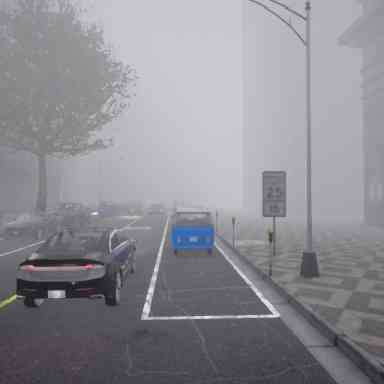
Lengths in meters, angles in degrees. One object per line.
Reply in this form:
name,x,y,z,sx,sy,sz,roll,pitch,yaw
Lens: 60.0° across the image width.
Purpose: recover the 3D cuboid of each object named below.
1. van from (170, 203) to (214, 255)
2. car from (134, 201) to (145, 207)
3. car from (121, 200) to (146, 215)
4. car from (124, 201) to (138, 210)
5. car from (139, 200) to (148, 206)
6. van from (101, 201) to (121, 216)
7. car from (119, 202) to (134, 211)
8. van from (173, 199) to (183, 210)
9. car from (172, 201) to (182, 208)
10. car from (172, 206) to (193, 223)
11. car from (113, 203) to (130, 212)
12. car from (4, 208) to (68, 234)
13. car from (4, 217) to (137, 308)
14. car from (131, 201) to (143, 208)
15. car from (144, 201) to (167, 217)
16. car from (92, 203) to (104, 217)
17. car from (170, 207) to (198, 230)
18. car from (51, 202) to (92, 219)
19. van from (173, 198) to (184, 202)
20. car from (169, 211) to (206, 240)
van,-0.045,1.538,14.041,1.690,1.788,3.998,0,-1,-3
car,-12.028,2.682,76.274,1.887,1.381,4.507,0,-1,-3
car,-7.432,2.121,43.197,2.128,1.511,4.902,0,-1,-3
car,-11.182,2.451,60.983,2.008,1.369,4.403,0,-1,-3
car,-12.630,2.858,87.145,2.008,1.369,4.403,0,-1,-3
van,-10.012,1.920,39.865,1.690,1.788,3.998,0,-1,-3
car,-10.880,2.342,55.534,1.752,1.417,4.829,0,-1,-3
van,-2.438,2.187,57.276,1.690,1.788,3.998,0,-1,-3
car,-3.037,2.578,68.081,1.947,1.339,4.313,0,-1,-3
car,-0.943,2.018,30.251,1.802,1.307,4.206,0,-1,-3
car,-10.597,2.305,50.421,1.947,1.339,4.313,0,-1,-3
car,-8.844,1.808,18.741,1.887,1.381,4.507,0,-1,-3
car,-2.492,1.603,8.220,2.128,1.511,4.902,0,-1,-3
car,-11.727,2.604,70.839,2.008,1.369,4.403,0,-1,-3
car,-4.150,2.117,39.183,2.033,1.411,5.357,0,-1,-3
car,-9.428,1.971,29.301,2.008,1.369,4.403,0,-1,-3
car,-0.644,1.900,24.846,1.887,1.381,4.507,0,-1,-3
car,-9.135,1.656,24.024,2.192,1.841,5.009,0,-1,-3
van,-1.839,2.022,46.467,1.690,1.788,3.998,0,-1,-3
car,-0.345,1.842,19.442,1.947,1.339,4.313,0,-1,-3
